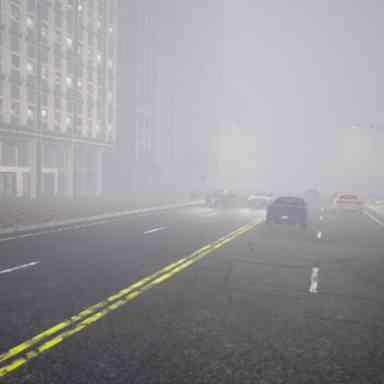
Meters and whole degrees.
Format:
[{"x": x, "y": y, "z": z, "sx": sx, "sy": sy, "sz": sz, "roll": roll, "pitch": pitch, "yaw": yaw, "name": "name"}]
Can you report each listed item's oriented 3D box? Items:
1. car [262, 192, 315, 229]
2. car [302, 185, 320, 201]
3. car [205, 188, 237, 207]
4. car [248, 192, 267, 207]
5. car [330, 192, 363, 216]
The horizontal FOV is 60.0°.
[{"x": 5.199, "y": 0.941, "z": 17.542, "sx": 1.882, "sy": 1.535, "sz": 5.008, "roll": 3, "pitch": 2, "yaw": 22, "name": "car"}, {"x": 16.730, "y": 0.287, "z": 46.182, "sx": 1.882, "sy": 1.535, "sz": 5.008, "roll": 3, "pitch": 3, "yaw": 22, "name": "car"}, {"x": 2.636, "y": 0.423, "z": 29.077, "sx": 2.128, "sy": 1.511, "sz": 4.902, "roll": 3, "pitch": 2, "yaw": 22, "name": "car"}, {"x": 6.273, "y": 0.636, "z": 29.419, "sx": 1.895, "sy": 1.301, "sz": 4.718, "roll": 3, "pitch": 2, "yaw": 22, "name": "car"}, {"x": 11.778, "y": 0.855, "z": 25.220, "sx": 1.882, "sy": 1.535, "sz": 5.008, "roll": 3, "pitch": 2, "yaw": 22, "name": "car"}]
